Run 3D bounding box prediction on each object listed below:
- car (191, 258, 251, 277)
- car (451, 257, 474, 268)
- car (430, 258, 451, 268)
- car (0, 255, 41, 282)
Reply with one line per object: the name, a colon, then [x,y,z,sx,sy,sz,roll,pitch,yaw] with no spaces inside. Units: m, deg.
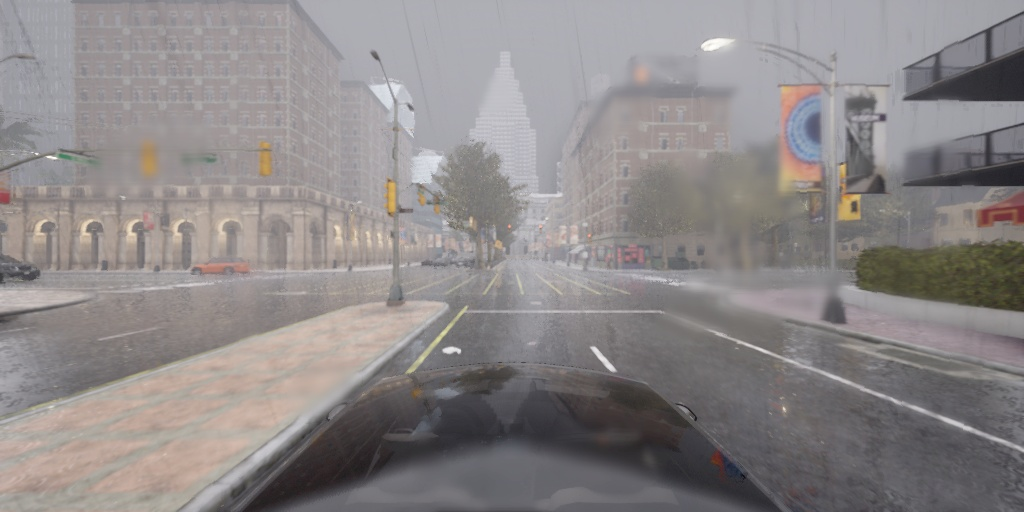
car: [-27.492,1.024,33.890,4.553,1.767,2.097,0,0,1]
car: [-8.046,1.102,58.622,2.128,1.511,4.902,0,0,0]
car: [-11.543,1.115,58.456,1.837,1.490,4.892,0,0,1]
car: [-38.891,0.913,26.676,5.566,2.045,2.150,0,0,0]
